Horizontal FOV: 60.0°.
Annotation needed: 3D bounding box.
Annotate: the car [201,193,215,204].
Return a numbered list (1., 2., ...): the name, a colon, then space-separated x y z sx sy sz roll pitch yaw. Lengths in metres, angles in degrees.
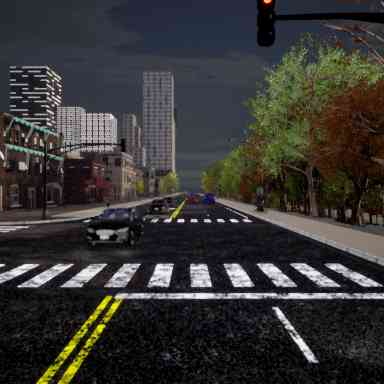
1. car: 3.200 1.197 63.818 2.150 2.045 5.566 0 0 0

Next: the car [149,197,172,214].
1. car: -3.430 1.495 34.646 1.837 1.490 4.892 0 0 0

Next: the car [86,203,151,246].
1. car: -3.385 1.488 15.310 2.128 1.511 4.902 0 0 0

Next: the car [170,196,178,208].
1. car: -3.457 1.487 48.330 1.837 1.490 4.892 0 0 0

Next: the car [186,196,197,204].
1. car: -0.043 1.539 64.199 1.994 1.385 4.181 0 0 -1

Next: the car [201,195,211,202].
1. car: 3.072 1.447 74.393 1.882 1.535 5.008 0 0 0

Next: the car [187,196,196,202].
1. car: -0.172 1.523 74.151 1.994 1.385 4.181 0 0 0
